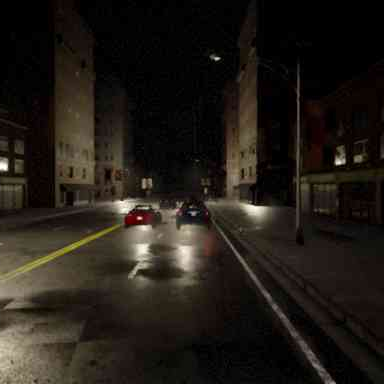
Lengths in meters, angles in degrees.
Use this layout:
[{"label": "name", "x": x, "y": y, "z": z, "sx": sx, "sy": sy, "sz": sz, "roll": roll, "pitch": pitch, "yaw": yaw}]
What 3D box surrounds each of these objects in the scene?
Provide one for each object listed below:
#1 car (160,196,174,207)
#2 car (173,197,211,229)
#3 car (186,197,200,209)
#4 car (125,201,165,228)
[{"label": "car", "x": -3.149, "y": 1.274, "z": 43.942, "sx": 2.097, "sy": 1.767, "sz": 4.553, "roll": 0, "pitch": 0, "yaw": 0}, {"label": "car", "x": 0.097, "y": 1.326, "z": 21.568, "sx": 2.097, "sy": 1.767, "sz": 4.553, "roll": 0, "pitch": 0, "yaw": 0}, {"label": "car", "x": 0.100, "y": 1.423, "z": 44.862, "sx": 1.837, "sy": 1.490, "sz": 4.892, "roll": 0, "pitch": 0, "yaw": 0}, {"label": "car", "x": -3.154, "y": 1.539, "z": 22.042, "sx": 1.994, "sy": 1.385, "sz": 4.181, "roll": 0, "pitch": 0, "yaw": 0}]
